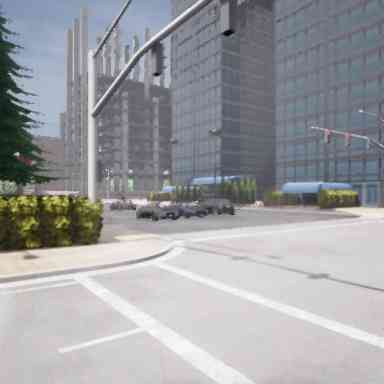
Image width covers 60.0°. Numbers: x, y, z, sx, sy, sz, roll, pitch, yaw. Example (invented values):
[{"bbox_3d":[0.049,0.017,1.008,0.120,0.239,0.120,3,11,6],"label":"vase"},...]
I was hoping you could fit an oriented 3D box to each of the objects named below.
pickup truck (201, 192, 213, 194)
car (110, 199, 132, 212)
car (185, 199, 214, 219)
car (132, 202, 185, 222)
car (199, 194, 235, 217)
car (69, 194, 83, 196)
[{"bbox_3d":[2.697,1.090,59.223,2.390,2.098,6.274,0,0,-6],"label":"pickup truck"},{"bbox_3d":[-8.170,1.576,39.804,1.994,1.385,4.181,0,0,-36],"label":"car"},{"bbox_3d":[-0.743,1.561,29.600,2.033,1.411,5.357,0,0,-36],"label":"car"},{"bbox_3d":[-2.749,1.574,26.409,1.994,1.385,4.181,0,0,-36],"label":"car"},{"bbox_3d":[2.034,1.369,32.054,2.097,1.767,4.553,0,0,-36],"label":"car"},{"bbox_3d":[-18.788,1.338,54.542,2.150,2.045,5.566,0,0,-36],"label":"car"}]
